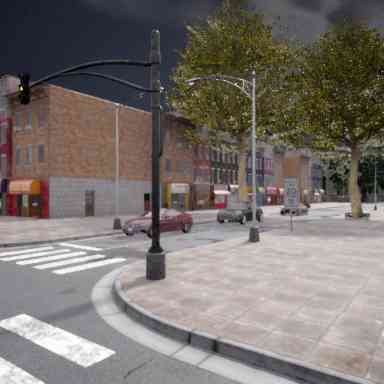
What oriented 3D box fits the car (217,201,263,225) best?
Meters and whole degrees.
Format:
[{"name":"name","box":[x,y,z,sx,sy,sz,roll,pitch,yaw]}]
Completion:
[{"name":"car","box":[3.812,1.509,25.972,2.097,1.767,4.553,0,-1,36]}]

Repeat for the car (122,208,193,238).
[{"name":"car","box":[-1.719,1.614,18.336,1.812,1.442,4.674,0,-1,35]}]

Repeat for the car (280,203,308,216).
[{"name":"car","box":[11.073,1.821,35.966,1.994,1.385,4.181,0,-1,37]}]
